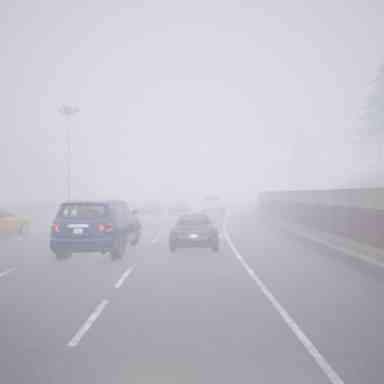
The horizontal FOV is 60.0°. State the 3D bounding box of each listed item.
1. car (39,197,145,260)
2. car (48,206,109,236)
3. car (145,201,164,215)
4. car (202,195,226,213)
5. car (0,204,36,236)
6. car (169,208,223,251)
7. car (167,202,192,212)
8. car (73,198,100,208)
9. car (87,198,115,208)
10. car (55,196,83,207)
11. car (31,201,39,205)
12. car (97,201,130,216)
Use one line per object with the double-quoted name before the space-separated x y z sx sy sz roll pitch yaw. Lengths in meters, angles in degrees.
"car" -3.435 1.287 12.811 2.150 2.045 5.566 0 0 1
"car" -6.619 1.634 20.005 1.812 1.442 4.674 0 0 4
"car" -4.478 1.718 36.911 1.994 1.385 4.181 0 0 10
"car" 2.458 1.333 36.138 2.150 2.045 5.566 0 0 11
"car" -10.288 1.596 16.956 1.882 1.535 5.008 0 0 2
"car" 0.121 1.614 14.385 1.994 1.385 4.181 0 0 2
"car" -1.184 1.732 35.693 1.895 1.301 4.718 0 0 10
"car" -17.869 1.777 56.426 1.882 1.535 5.008 0 0 17
"car" -14.773 1.766 54.544 2.128 1.511 4.902 0 0 17
"car" -21.188 1.674 57.546 2.097 1.767 4.553 0 0 17
"car" -25.047 1.889 56.817 2.033 1.411 5.357 0 0 17
"car" -8.284 1.735 35.487 1.994 1.385 4.181 0 0 10
